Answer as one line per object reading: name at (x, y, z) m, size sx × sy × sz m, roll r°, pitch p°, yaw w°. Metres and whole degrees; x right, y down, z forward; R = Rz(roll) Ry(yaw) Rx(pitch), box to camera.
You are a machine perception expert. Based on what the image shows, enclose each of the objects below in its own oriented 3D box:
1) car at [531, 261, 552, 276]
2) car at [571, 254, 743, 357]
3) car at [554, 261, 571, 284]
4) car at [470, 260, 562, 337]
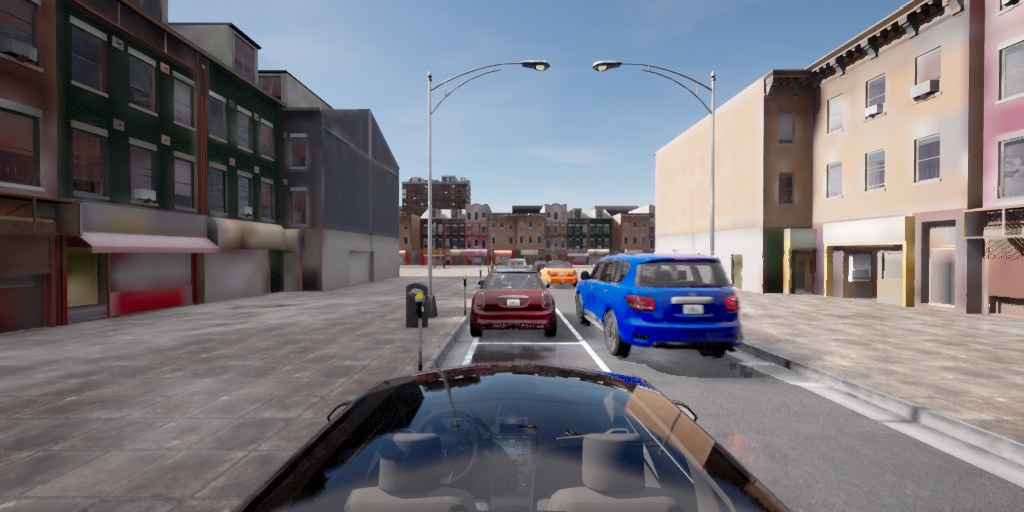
car at (3.085, 1.263, 38.532) m, size 1.837 × 1.490 × 4.892 m, roll 0°, pitch -1°, yaw 0°
car at (3.021, 0.972, 8.657) m, size 2.150 × 2.045 × 5.566 m, roll 0°, pitch 0°, yaw 0°
car at (3.089, 1.104, 24.329) m, size 2.097 × 1.767 × 4.553 m, roll 0°, pitch 0°, yaw 0°
car at (0.033, 1.102, 10.471) m, size 2.097 × 1.767 × 4.553 m, roll 0°, pitch 0°, yaw 0°
